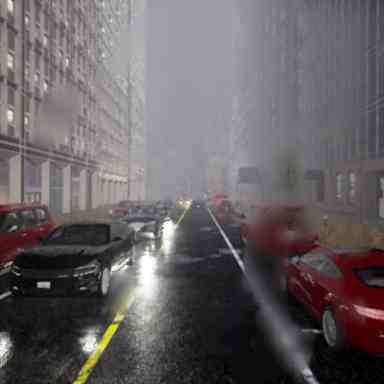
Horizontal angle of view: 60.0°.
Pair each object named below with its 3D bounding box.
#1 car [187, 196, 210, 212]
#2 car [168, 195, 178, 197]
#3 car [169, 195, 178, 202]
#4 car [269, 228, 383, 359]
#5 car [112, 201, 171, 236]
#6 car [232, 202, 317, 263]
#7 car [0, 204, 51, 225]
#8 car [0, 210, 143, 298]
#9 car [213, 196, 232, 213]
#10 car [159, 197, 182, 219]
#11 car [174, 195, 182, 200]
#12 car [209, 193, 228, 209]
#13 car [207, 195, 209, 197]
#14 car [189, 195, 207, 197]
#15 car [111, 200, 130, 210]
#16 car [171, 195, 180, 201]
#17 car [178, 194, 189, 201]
[{"bbox_3d":[0.724,1.525,37.584,1.994,1.385,4.181,0,0,1],"label":"car"},{"bbox_3d":[-4.250,1.492,63.423,1.802,1.307,4.206,0,0,1],"label":"car"},{"bbox_3d":[-4.063,1.420,74.346,1.752,1.417,4.829,0,0,1],"label":"car"},{"bbox_3d":[2.776,1.586,5.873,1.802,1.307,4.206,0,0,1],"label":"car"},{"bbox_3d":[-2.553,1.463,18.152,2.128,1.511,4.902,0,0,1],"label":"car"},{"bbox_3d":[2.880,1.313,11.910,2.192,1.841,5.009,0,0,1],"label":"car"},{"bbox_3d":[-5.315,1.287,8.742,2.192,1.841,5.009,0,0,1],"label":"car"},{"bbox_3d":[-2.720,1.459,8.700,1.882,1.535,5.008,0,0,1],"label":"car"},{"bbox_3d":[3.635,1.498,36.813,1.812,1.442,4.674,0,0,1],"label":"car"},{"bbox_3d":[-2.336,1.452,28.394,2.128,1.511,4.902,0,0,2],"label":"car"},{"bbox_3d":[-3.776,1.452,91.156,1.802,1.307,4.206,0,0,1],"label":"car"},{"bbox_3d":[3.714,1.192,43.842,2.150,2.045,5.566,0,0,1],"label":"car"},{"bbox_3d":[3.724,1.371,68.834,1.967,1.590,4.097,0,0,1],"label":"car"},{"bbox_3d":[0.891,1.513,47.130,1.994,1.385,4.181,0,0,1],"label":"car"},{"bbox_3d":[-4.970,1.395,25.107,1.967,1.590,4.097,0,0,1],"label":"car"},{"bbox_3d":[-3.965,1.453,80.062,1.947,1.339,4.313,0,0,1],"label":"car"},{"bbox_3d":[-1.542,1.235,71.662,2.097,1.767,4.553,0,0,1],"label":"car"}]
